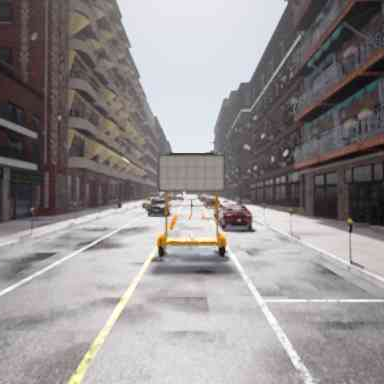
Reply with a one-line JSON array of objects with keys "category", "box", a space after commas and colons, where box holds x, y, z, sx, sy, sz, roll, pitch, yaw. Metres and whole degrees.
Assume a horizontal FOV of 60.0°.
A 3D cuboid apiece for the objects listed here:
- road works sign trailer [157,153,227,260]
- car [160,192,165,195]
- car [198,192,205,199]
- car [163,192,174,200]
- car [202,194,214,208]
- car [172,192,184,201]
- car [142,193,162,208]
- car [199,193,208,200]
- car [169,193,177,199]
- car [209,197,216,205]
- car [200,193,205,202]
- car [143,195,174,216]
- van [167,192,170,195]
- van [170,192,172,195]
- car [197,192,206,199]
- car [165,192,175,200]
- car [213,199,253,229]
[{"category": "road works sign trailer", "box": [-0.010, 0.380, 12.072, 2.380, 3.560, 2.880, 0, 0, 0]}, {"category": "car", "box": [-5.291, 1.028, 48.124, 2.192, 1.841, 5.009, 2, 0, 0]}, {"category": "car", "box": [2.582, 1.185, 64.654, 1.887, 1.381, 4.507, 1, 0, 0]}, {"category": "car", "box": [-5.293, 0.916, 75.775, 2.192, 1.841, 5.009, 1, 0, 0]}, {"category": "car", "box": [2.583, 1.285, 42.530, 1.887, 1.381, 4.507, 1, 0, 0]}, {"category": "car", "box": [-2.752, 1.170, 70.417, 1.994, 1.385, 4.181, 0, 0, 0]}, {"category": "car", "box": [-5.297, 1.267, 42.423, 1.752, 1.417, 4.829, 2, 0, 0]}, {"category": "car", "box": [2.591, 1.041, 75.715, 1.967, 1.590, 4.097, 1, 0, 0]}, {"category": "car", "box": [-5.300, 1.118, 92.368, 1.947, 1.339, 4.313, 1, 0, 0]}, {"category": "car", "box": [2.584, 1.354, 26.110, 1.752, 1.417, 4.829, 1, 0, 0]}, {"category": "car", "box": [2.582, 1.264, 48.062, 2.008, 1.369, 4.403, 1, 0, 0]}, {"category": "car", "box": [-2.850, 1.313, 29.593, 1.837, 1.490, 4.892, 0, 0, 0]}, {"category": "van", "box": [-5.292, 1.003, 59.182, 1.690, 1.788, 3.998, 2, 0, 0]}, {"category": "van", "box": [-5.294, 0.982, 64.714, 1.690, 1.788, 3.998, 1, 0, 0]}, {"category": "car", "box": [2.552, 0.882, 86.777, 2.192, 1.841, 5.009, 1, 0, 0]}, {"category": "car", "box": [-5.293, 0.898, 81.305, 2.192, 1.841, 5.009, 1, 0, 0]}, {"category": "car", "box": [2.584, 1.407, 20.409, 1.887, 1.381, 4.507, 1, 0, 0]}]
